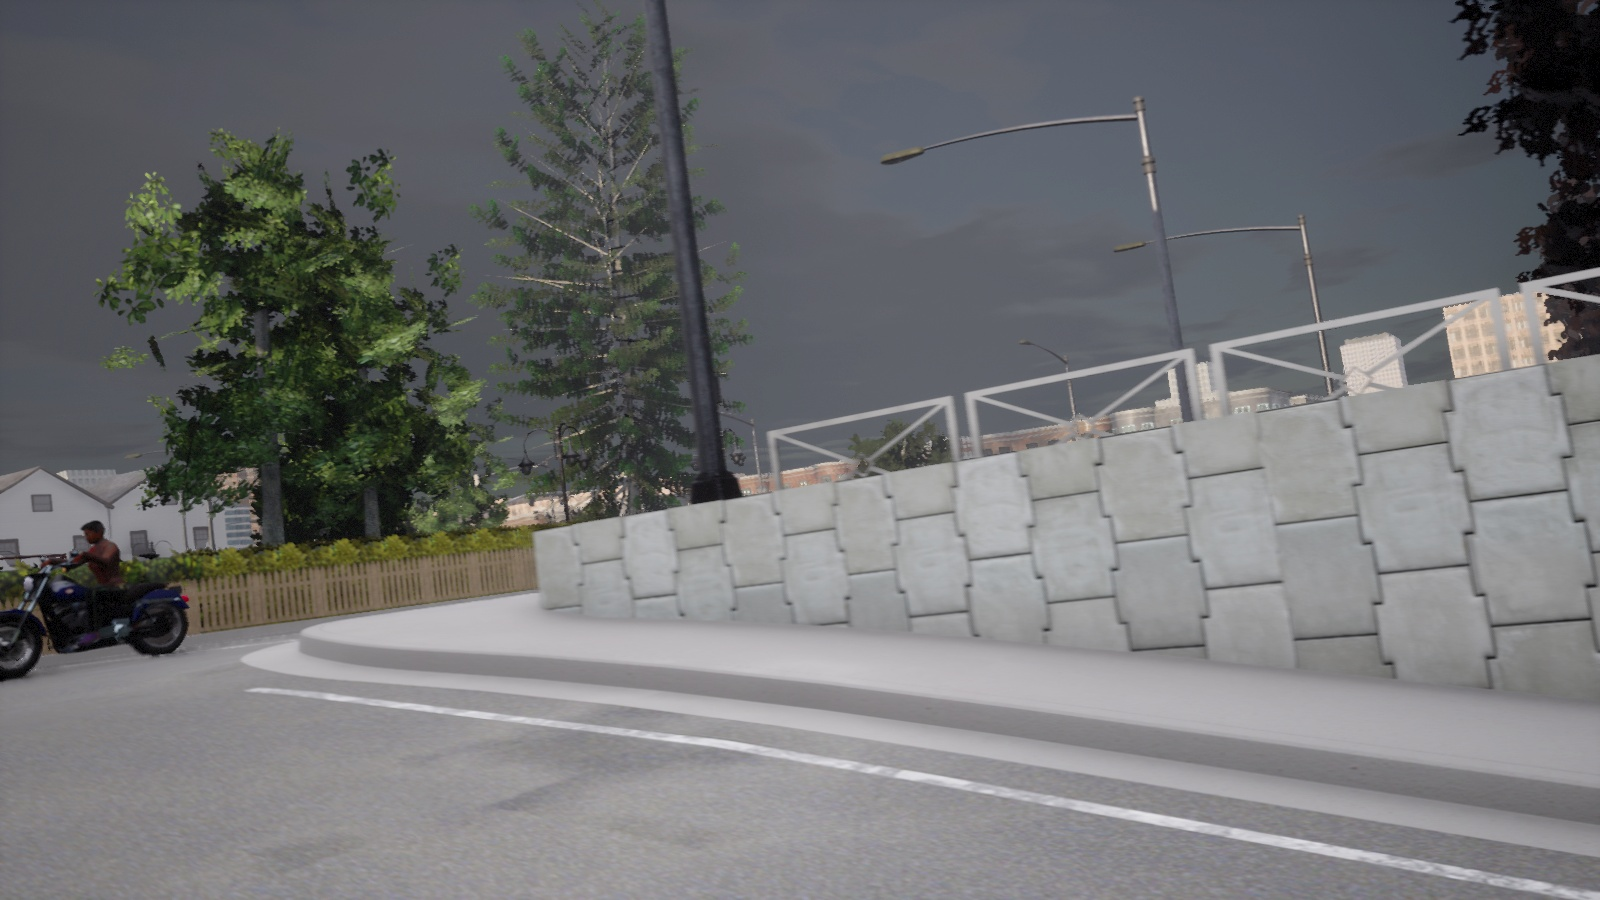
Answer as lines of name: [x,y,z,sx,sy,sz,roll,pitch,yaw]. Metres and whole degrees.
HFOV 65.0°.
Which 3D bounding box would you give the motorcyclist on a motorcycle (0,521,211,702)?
motorcyclist on a motorcycle: [-7.847,1.736,13.697,0.766,1.649,2.350,-11,-4,32]
